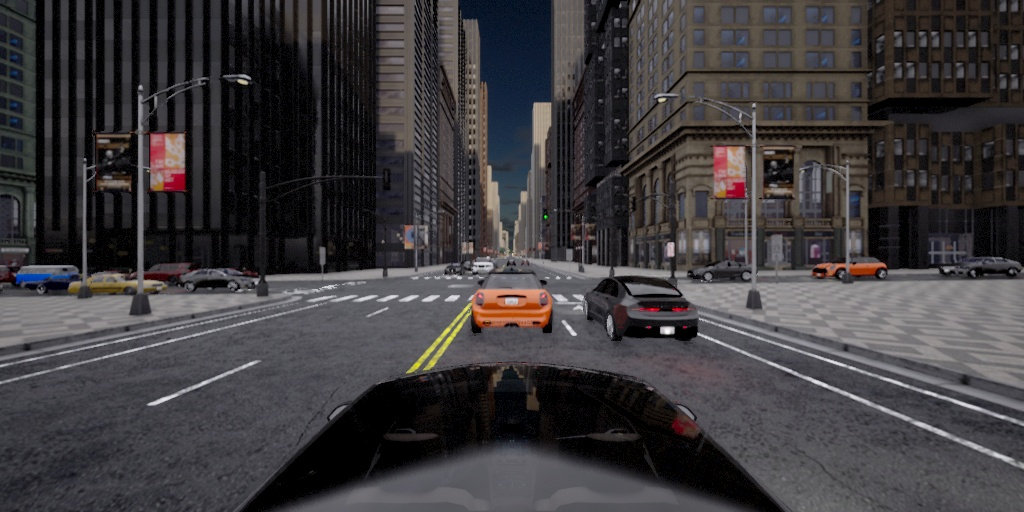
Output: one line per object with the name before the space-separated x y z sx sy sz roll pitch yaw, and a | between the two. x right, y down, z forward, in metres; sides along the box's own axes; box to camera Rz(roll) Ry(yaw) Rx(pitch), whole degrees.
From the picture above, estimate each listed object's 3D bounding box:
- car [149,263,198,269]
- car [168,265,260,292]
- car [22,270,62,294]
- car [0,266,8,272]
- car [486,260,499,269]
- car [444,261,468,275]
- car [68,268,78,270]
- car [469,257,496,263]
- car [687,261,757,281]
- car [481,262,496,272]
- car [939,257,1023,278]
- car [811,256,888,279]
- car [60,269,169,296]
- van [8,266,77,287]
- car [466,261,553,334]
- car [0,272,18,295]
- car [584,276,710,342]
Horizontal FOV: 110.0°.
car | -29.117 1.561 30.361 5.009 1.841 2.192 0 0 0
car | -19.829 1.606 24.467 4.902 1.511 2.128 -1 0 1
car | -29.665 1.850 24.495 4.718 1.301 1.895 -1 0 0
car | -44.379 1.768 30.380 5.009 1.841 2.192 0 0 0
car | -3.441 1.510 63.273 2.128 1.511 4.902 0 0 0
car | -6.682 1.499 42.193 1.994 1.385 4.181 0 0 0
car | -34.204 1.897 30.367 4.207 1.307 1.802 0 0 0
car | -3.434 1.159 43.036 2.150 2.045 5.566 0 0 0
car | 16.135 1.133 27.715 4.892 1.490 1.837 -1 0 0
car | -3.438 1.542 53.006 1.994 1.385 4.181 0 0 1
car | 36.099 0.851 27.715 4.902 1.511 2.128 -1 0 0
car | 25.963 0.848 27.717 4.553 1.767 2.097 -1 0 0
car | -23.872 1.695 21.826 4.829 1.417 1.751 0 0 0
van | -39.292 1.725 30.373 3.998 1.789 1.690 0 0 0
car | 0.006 1.146 10.917 2.097 1.767 4.553 0 0 0
car | -33.814 1.854 21.827 4.403 1.370 2.007 0 0 0
car | 3.249 1.296 9.891 1.837 1.490 4.892 0 0 0
